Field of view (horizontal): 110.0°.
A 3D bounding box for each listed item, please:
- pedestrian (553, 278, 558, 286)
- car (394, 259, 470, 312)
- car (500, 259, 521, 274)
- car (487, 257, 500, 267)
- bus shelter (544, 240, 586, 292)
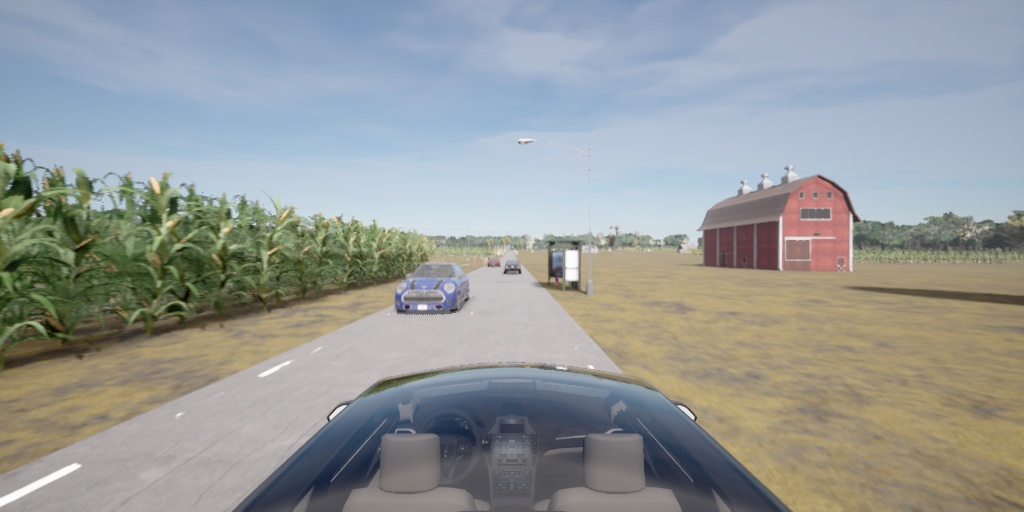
[{"bbox_3d":[2.829,0.941,22.958,0.375,1.860,0.375,0,0,0],"label":"pedestrian"},{"bbox_3d":[-2.847,1.033,13.679,2.097,1.767,4.553,0,0,0],"label":"car"},{"bbox_3d":[0.073,1.099,38.019,2.033,1.411,5.357,-1,0,0],"label":"car"},{"bbox_3d":[-2.792,0.960,56.009,1.882,1.535,5.008,0,0,1],"label":"car"},{"bbox_3d":[3.129,0.515,21.203,1.920,2.740,3.880,0,0,0],"label":"bus shelter"}]
